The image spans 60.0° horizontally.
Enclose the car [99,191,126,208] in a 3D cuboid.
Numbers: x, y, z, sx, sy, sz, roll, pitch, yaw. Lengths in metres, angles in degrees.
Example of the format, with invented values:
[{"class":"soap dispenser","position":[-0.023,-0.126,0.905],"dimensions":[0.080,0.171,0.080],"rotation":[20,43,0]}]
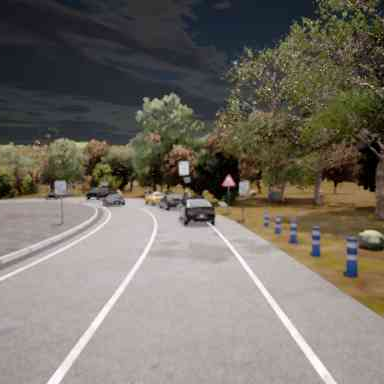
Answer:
[{"class":"car","position":[-8.830,0.940,37.571],"dimensions":[1.994,1.385,4.181],"rotation":[-3,2,-24]}]

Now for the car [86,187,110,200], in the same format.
[{"class":"car","position":[-15.396,0.217,54.763],"dimensions":[2.150,2.045,5.566],"rotation":[-6,4,-43]}]

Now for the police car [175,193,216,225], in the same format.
[{"class":"police car","position":[0.243,1.109,21.635],"dimensions":[1.930,1.638,5.238],"rotation":[-1,2,-7]}]

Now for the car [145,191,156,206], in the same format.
[{"class":"car","position":[-4.006,0.659,37.843],"dimensions":[1.801,1.575,5.366],"rotation":[-3,2,-22]}]

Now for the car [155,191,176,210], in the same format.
[{"class":"car","position":[-1.875,0.879,31.748],"dimensions":[1.837,1.490,4.892],"rotation":[-2,2,-16]}]

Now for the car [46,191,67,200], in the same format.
[{"class":"car","position":[-26.692,0.569,65.263],"dimensions":[4.902,1.511,2.128],"rotation":[-2,4,33]}]
